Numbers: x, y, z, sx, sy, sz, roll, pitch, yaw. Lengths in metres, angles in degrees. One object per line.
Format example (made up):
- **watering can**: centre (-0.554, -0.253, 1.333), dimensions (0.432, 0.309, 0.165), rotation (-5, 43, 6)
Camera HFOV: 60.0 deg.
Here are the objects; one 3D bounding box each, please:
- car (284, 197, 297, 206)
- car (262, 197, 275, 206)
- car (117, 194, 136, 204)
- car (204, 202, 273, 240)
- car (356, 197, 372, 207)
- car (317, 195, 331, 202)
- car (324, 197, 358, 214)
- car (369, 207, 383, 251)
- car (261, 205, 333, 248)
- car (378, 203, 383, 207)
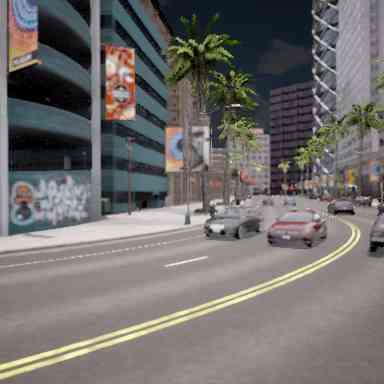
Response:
- **car**: centre (16.262, 1.602, 55.285), dimensions (1.812, 1.442, 4.674), rotation (-1, 0, 12)
- **car**: centre (12.923, 1.612, 56.413), dimensions (1.837, 1.490, 4.892), rotation (-1, 0, 12)
- **car**: centre (-10.186, 1.299, 49.952), dimensions (2.435, 2.045, 5.566), rotation (-1, 0, 12)
- **car**: centre (2.380, 1.541, 17.641), dimensions (2.128, 1.511, 4.902), rotation (0, 0, 31)
- **car**: centre (25.518, 1.464, 50.034), dimensions (2.231, 1.521, 4.892), rotation (-1, 0, 12)
- **car**: centre (31.640, 1.394, 78.765), dimensions (2.185, 1.767, 4.553), rotation (-1, 0, 12)
- **car**: centre (15.660, 1.571, 35.155), dimensions (1.994, 1.385, 4.181), rotation (0, 0, 13)
- **car**: centre (8.318, 1.533, 13.447), dimensions (2.033, 1.411, 5.357), rotation (-1, 0, 32)
- **car**: centre (4.979, 1.545, 15.257), dimensions (1.812, 1.442, 4.674), rotation (0, 0, 32)
- **car**: centre (17.951, 1.473, 29.519), dimensions (1.837, 1.490, 4.892), rotation (0, 0, 14)
